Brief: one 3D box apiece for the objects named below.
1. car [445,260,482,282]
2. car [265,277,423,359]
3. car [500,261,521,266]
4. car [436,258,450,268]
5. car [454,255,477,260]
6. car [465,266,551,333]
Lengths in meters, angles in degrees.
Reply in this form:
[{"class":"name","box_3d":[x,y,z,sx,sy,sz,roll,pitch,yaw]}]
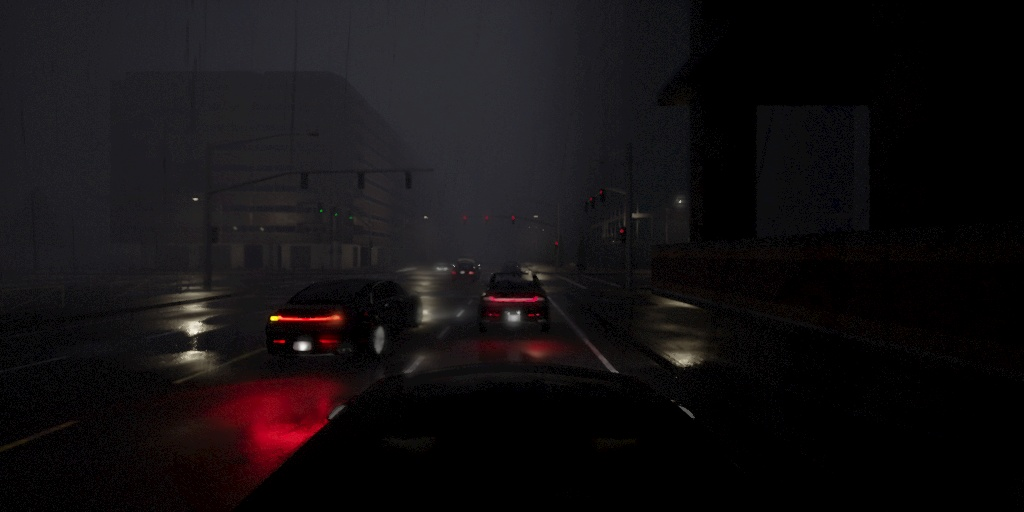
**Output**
[{"class":"car","box_3d":[-3.571,1.242,28.226,2.033,1.411,5.357,0,0,-1]},{"class":"car","box_3d":[-3.452,1.235,8.353,1.837,1.490,4.892,0,0,0]},{"class":"car","box_3d":[-0.146,1.202,34.171,1.812,1.442,4.674,0,0,-1]},{"class":"car","box_3d":[-10.916,1.070,58.061,2.128,1.511,4.902,0,0,1]},{"class":"car","box_3d":[-7.414,0.801,58.038,2.150,2.045,5.566,0,0,1]},{"class":"car","box_3d":[0.058,1.214,10.673,2.128,1.511,4.902,0,0,0]}]
